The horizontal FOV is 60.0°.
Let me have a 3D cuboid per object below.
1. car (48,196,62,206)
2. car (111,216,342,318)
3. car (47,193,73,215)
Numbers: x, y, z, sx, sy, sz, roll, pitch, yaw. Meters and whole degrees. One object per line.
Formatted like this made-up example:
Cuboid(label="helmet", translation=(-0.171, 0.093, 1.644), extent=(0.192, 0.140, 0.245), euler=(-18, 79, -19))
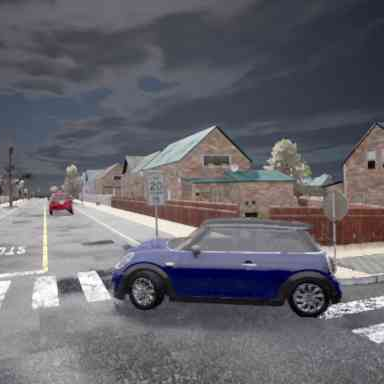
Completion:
Cuboid(label="car", translation=(-22.212, 1.483, 53.887), extent=(1.837, 1.490, 4.892), euler=(-2, 0, -24))
Cuboid(label="car", translation=(0.638, 1.374, 7.154), extent=(4.553, 1.767, 2.097), euler=(1, 1, 7))
Cuboid(label="car", translation=(-13.694, 1.178, 34.594), extent=(2.150, 2.045, 5.566), euler=(-2, 1, -24))
